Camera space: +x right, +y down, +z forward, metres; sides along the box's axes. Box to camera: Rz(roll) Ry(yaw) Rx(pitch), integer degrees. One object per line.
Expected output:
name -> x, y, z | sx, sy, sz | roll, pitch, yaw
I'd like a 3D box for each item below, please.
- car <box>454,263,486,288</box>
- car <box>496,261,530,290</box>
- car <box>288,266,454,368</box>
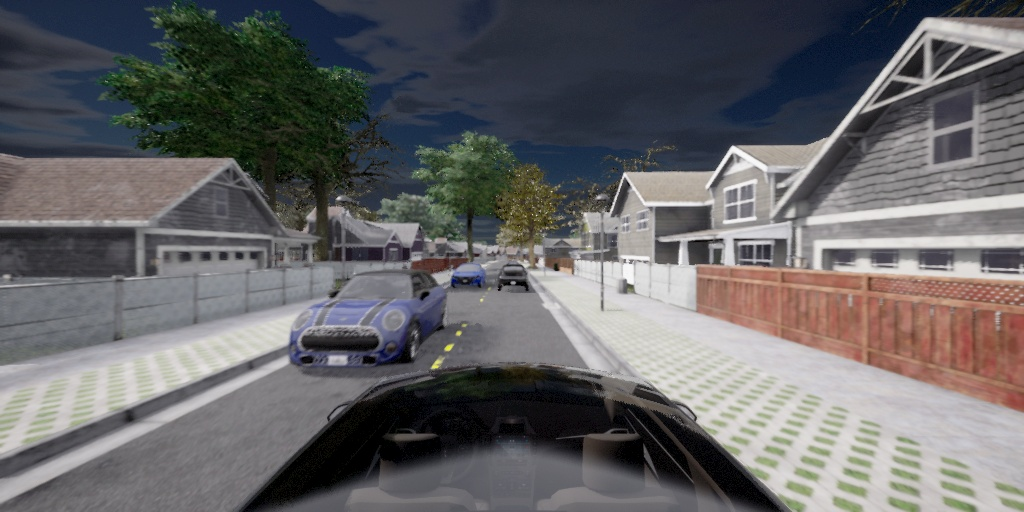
car -> -2.801, 1.235, 24.036 | 1.882, 1.535, 5.008 | 0, 0, 1
car -> 0.081, 1.261, 22.456 | 1.837, 1.490, 4.892 | 0, 0, 0
car -> -2.820, 1.101, 8.073 | 2.097, 1.767, 4.553 | 0, 0, 0
